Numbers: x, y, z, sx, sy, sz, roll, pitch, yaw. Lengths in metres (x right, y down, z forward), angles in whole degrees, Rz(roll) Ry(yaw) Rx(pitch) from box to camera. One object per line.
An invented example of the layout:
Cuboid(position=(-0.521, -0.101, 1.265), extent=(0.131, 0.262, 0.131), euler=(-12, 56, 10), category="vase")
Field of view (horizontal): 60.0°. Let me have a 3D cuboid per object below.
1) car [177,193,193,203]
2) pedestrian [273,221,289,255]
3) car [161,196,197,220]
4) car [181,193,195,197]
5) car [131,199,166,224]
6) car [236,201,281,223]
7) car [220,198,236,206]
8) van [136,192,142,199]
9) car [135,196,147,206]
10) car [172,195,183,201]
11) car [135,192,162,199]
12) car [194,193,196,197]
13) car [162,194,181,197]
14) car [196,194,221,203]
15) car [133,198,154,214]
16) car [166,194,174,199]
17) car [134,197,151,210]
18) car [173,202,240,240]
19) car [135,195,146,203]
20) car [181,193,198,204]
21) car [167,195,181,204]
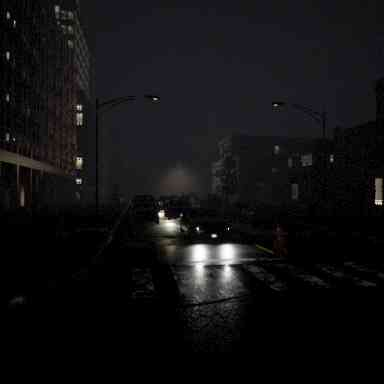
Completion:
Cuboid(position=(-1.351, 1.076, 62.863), extent=(2.192, 1.841, 5.009), euler=(1, 0, -10), category="car")
Cuboid(position=(3.071, 1.524, 11.442), extent=(0.375, 1.300, 0.375), euler=(1, 0, -10), category="pedestrian")
Cuboid(position=(-1.151, 1.350, 26.618), extent=(1.882, 1.535, 5.008), euler=(0, 0, -9), category="car")
Cuboid(position=(-1.263, 1.287, 46.343), extent=(1.882, 1.535, 5.008), euler=(0, 0, -9), category="car")
Cuboid(position=(-3.206, 1.422, 23.254), extent=(2.008, 1.369, 4.403), euler=(1, 0, -10), category="car")
Cuboid(position=(5.031, 1.441, 24.806), extent=(1.752, 1.417, 4.829), euler=(1, 0, -10), category="car")
Cuboid(position=(4.143, 1.475, 30.100), extent=(1.802, 1.307, 4.206), euler=(1, 0, -10), category="car")
Cuboid(position=(-14.197, 0.958, 88.782), extent=(1.690, 1.788, 3.998), euler=(1, 0, -10), category="van")
Cuboid(position=(-7.758, 1.283, 50.390), extent=(1.752, 1.417, 4.829), euler=(1, 0, -10), category="car")
Cuboid(position=(-3.186, 1.286, 73.785), extent=(1.947, 1.339, 4.313), euler=(1, 0, -10), category="car")
Cuboid(position=(-4.120, 1.162, 28.715), extent=(2.192, 1.841, 5.009), euler=(1, 0, -10), category="car")
Cuboid(position=(0.451, 1.328, 52.110), extent=(1.752, 1.417, 4.829), euler=(1, 0, -10), category="car")
Cuboid(position=(-2.823, 1.181, 36.691), extent=(2.097, 1.767, 4.553), euler=(0, 0, -10), category="car")
Cuboid(position=(2.313, 1.162, 41.020), extent=(2.192, 1.841, 5.009), euler=(1, 0, -10), category="car")
Cuboid(position=(-5.038, 1.375, 34.176), extent=(2.008, 1.369, 4.403), euler=(1, 0, -10), category="car")
Cuboid(position=(-5.934, 1.244, 90.167), extent=(1.802, 1.307, 4.206), euler=(1, 0, -10), category="car")
Cuboid(position=(-5.954, 1.346, 39.636), extent=(1.887, 1.381, 4.507), euler=(1, 0, -10), category="car")
Cuboid(position=(0.504, 1.463, 16.776), extent=(2.033, 1.411, 5.357), euler=(0, 0, -10), category="car")
Cuboid(position=(-9.619, 1.281, 61.479), extent=(1.947, 1.339, 4.313), euler=(1, 0, -10), category="car")
Cuboid(position=(-0.435, 1.097, 57.403), extent=(2.192, 1.841, 5.009), euler=(1, 0, -10), category="car")
Cuboid(position=(-3.030, 1.273, 56.584), extent=(1.837, 1.490, 4.892), euler=(0, 0, -10), category="car")
